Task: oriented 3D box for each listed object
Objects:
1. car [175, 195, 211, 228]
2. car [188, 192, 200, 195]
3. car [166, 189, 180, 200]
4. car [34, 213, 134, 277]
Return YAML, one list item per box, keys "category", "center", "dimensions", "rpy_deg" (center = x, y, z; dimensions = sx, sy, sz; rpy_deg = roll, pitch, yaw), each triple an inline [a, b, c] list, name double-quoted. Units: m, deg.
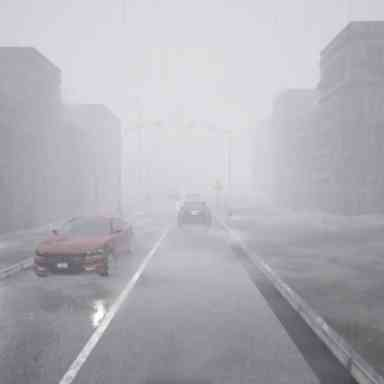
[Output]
- category: "car"
  center: [0.165, 1.329, 22.298]
  dimensions: [2.097, 1.767, 4.553]
  rpy_deg: [0, 0, 0]
- category: "car"
  center: [0.224, 0.802, 41.812]
  dimensions: [2.097, 1.767, 4.553]
  rpy_deg: [0, 3, 0]
- category: "car"
  center: [-2.926, 0.325, 51.229]
  dimensions: [1.882, 1.535, 5.008]
  rpy_deg: [0, 3, 1]
- category: "car"
  center: [-3.070, 1.468, 10.385]
  dimensions: [1.882, 1.535, 5.008]
  rpy_deg: [0, 0, 0]
